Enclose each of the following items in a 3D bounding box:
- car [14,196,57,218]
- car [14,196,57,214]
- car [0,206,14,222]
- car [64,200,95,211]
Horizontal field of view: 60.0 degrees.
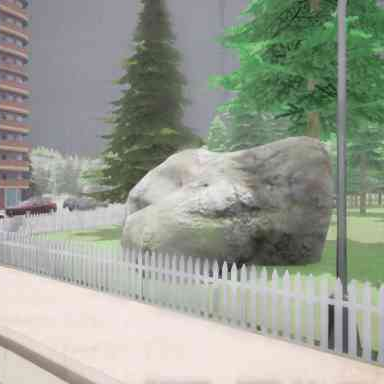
[{"bbox_3d":[-14.466,1.422,30.220,1.882,1.535,5.008,0,0,15],"label":"car"},{"bbox_3d":[-16.727,1.297,35.864,2.097,1.767,4.553,0,0,8],"label":"car"},{"bbox_3d":[-12.456,1.421,17.401,1.882,1.535,5.008,0,0,32],"label":"car"},{"bbox_3d":[-12.814,1.508,39.059,1.994,1.385,4.181,0,0,4],"label":"car"}]
